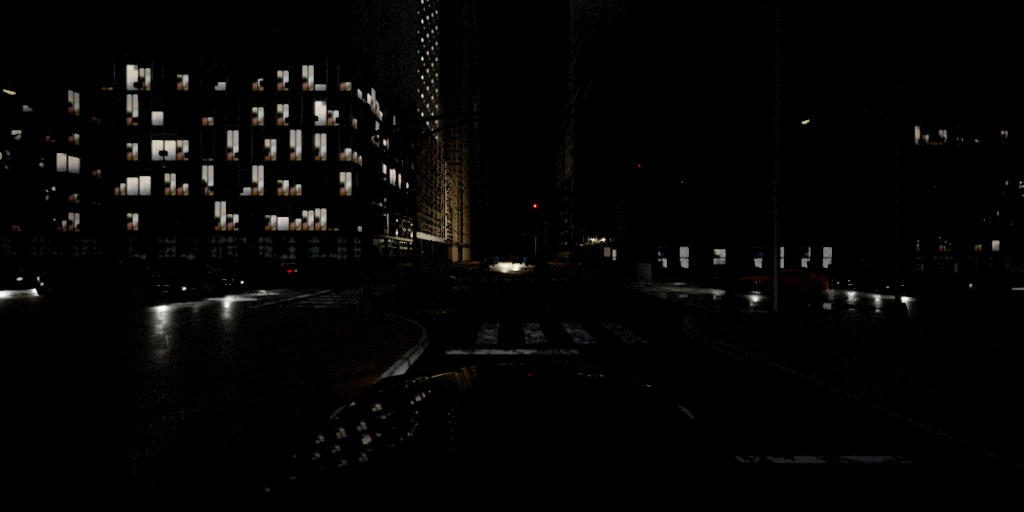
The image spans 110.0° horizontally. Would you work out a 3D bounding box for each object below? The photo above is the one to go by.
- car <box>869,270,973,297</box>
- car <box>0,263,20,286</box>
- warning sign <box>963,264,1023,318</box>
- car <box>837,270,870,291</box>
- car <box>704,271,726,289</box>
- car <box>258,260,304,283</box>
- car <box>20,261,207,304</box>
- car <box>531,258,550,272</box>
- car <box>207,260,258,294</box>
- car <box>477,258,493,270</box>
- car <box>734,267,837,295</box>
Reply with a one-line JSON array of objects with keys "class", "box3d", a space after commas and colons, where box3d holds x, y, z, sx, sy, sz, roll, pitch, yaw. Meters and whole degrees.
[{"class": "car", "box3d": [26.125, 1.739, 22.743, 4.892, 1.490, 1.837, 0, 0, -3]}, {"class": "car", "box3d": [-25.244, 0.869, 16.849, 4.181, 1.385, 1.994, 1, 0, -3]}, {"class": "warning sign", "box3d": [17.261, 1.199, 12.860, 1.060, 1.860, 1.300, 0, 0, -3]}, {"class": "car", "box3d": [25.963, 1.736, 25.987, 4.892, 1.490, 1.837, 1, 0, -3]}, {"class": "car", "box3d": [16.320, 1.535, 25.529, 5.008, 1.535, 1.882, 1, 0, -3]}, {"class": "car", "box3d": [-16.997, 0.998, 23.945, 5.357, 1.411, 2.033, 1, 0, -3]}, {"class": "car", "box3d": [-15.373, 0.992, 14.059, 4.892, 1.490, 1.837, 1, 0, -3]}, {"class": "car", "box3d": [3.873, 1.309, 46.646, 1.948, 1.339, 4.313, 0, 0, 0]}, {"class": "car", "box3d": [-15.524, 0.987, 17.306, 4.892, 1.490, 1.837, 1, 0, -3]}, {"class": "car", "box3d": [-4.087, 1.320, 52.129, 1.802, 1.307, 4.207, 0, 0, 0]}, {"class": "car", "box3d": [16.729, 1.545, 22.295, 5.008, 1.535, 1.882, 1, 0, -3]}]
